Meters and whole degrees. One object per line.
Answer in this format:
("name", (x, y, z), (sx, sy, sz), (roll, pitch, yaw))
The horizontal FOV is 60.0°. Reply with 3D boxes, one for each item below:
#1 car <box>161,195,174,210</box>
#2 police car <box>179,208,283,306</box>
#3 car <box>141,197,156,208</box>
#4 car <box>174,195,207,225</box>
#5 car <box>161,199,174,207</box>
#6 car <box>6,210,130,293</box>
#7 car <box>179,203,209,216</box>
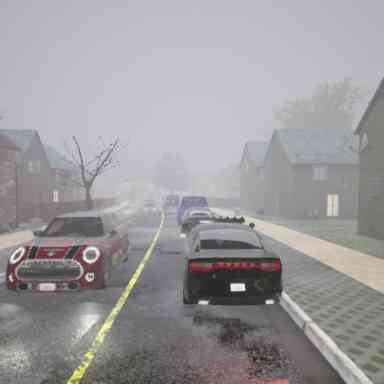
("car", (-2.673, 1.355, 44.471), (2.150, 2.045, 5.566), (0, 0, -7))
("police car", (0.721, 1.425, 8.255), (1.930, 1.638, 5.238), (0, 0, -1))
("car", (-6.493, 1.747, 51.634), (2.033, 1.411, 5.357), (0, 0, -8))
("car", (0.002, 1.263, 24.264), (2.150, 2.045, 5.566), (0, 0, -4))
("car", (-4.201, 1.814, 56.057), (1.895, 1.301, 4.718), (0, 0, -9))
("car", (-3.024, 1.356, 9.063), (2.097, 1.767, 4.553), (0, 0, -2))
("car", (0.353, 1.545, 18.204), (1.812, 1.442, 4.674), (0, 0, -3))
